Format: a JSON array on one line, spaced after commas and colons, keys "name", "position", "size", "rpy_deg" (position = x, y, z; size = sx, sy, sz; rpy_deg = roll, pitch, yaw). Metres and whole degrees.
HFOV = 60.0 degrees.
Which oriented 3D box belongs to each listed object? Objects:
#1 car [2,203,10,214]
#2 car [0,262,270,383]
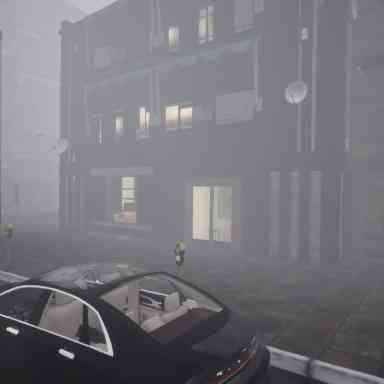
[{"name": "car", "position": [-21.544, 1.623, 34.882], "size": [2.008, 1.369, 4.403], "rpy_deg": [1, 0, 36]}, {"name": "car", "position": [-1.300, 1.550, 3.939], "size": [4.403, 1.369, 2.008], "rpy_deg": [0, 1, 35]}]
